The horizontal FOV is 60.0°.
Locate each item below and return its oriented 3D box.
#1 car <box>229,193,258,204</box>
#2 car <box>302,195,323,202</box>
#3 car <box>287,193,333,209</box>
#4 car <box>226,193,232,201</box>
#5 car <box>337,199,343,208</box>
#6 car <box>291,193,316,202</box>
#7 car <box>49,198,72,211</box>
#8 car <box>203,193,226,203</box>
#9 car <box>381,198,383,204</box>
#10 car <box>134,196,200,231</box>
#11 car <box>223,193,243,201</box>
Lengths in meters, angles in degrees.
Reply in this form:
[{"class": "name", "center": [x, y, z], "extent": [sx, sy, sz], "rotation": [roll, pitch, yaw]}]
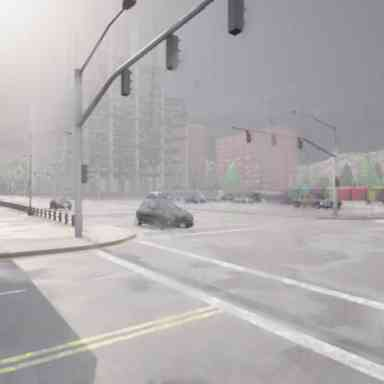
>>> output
[{"class": "car", "center": [8.916, 1.356, 57.860], "extent": [1.970, 1.475, 3.806], "rotation": [0, 0, -35]}, {"class": "car", "center": [25.051, 1.306, 69.326], "extent": [1.784, 1.438, 3.905], "rotation": [0, 0, -35]}, {"class": "car", "center": [14.416, 1.120, 40.415], "extent": [1.932, 1.855, 4.605], "rotation": [0, 0, -35]}, {"class": "car", "center": [7.253, 1.316, 75.190], "extent": [1.784, 1.438, 3.905], "rotation": [0, 0, -35]}, {"class": "car", "center": [16.809, 1.120, 42.044], "extent": [1.905, 1.878, 3.866], "rotation": [0, 0, -35]}, {"class": "car", "center": [22.651, 1.098, 67.704], "extent": [1.932, 1.855, 4.605], "rotation": [0, 0, -35]}, {"class": "car", "center": [-16.279, 1.451, 41.159], "extent": [2.128, 1.511, 4.902], "rotation": [0, 0, -36]}, {"class": "car", "center": [4.890, 1.350, 73.517], "extent": [1.970, 1.475, 3.806], "rotation": [0, 0, -35]}, {"class": "car", "center": [32.798, 1.101, 53.421], "extent": [1.905, 1.878, 3.866], "rotation": [0, 0, -35]}, {"class": "car", "center": [-1.828, 1.339, 20.931], "extent": [2.097, 1.767, 4.553], "rotation": [0, 0, -36]}, {"class": "car", "center": [9.413, 1.103, 76.782], "extent": [1.932, 1.855, 4.605], "rotation": [0, 0, -35]}]
